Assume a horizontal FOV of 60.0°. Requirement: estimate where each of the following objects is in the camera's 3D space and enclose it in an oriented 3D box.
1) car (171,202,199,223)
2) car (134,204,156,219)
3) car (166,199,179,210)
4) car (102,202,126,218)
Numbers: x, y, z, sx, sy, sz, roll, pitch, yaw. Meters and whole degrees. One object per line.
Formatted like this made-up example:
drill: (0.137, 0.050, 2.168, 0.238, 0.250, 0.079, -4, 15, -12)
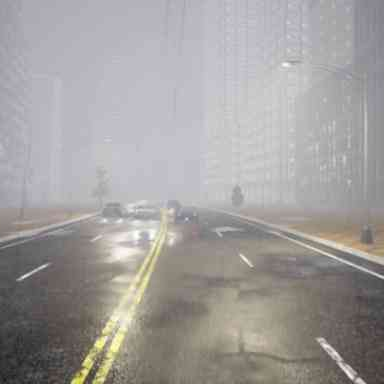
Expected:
car: (-0.560, 1.796, 27.649, 1.895, 1.301, 4.718, 0, 0, -4)
car: (-4.327, 1.824, 31.392, 1.895, 1.301, 4.718, 0, 0, -5)
car: (-2.769, 1.811, 48.827, 1.882, 1.535, 5.008, 0, 0, -7)
car: (-7.764, 1.746, 33.311, 1.837, 1.490, 4.892, 0, -1, -5)
